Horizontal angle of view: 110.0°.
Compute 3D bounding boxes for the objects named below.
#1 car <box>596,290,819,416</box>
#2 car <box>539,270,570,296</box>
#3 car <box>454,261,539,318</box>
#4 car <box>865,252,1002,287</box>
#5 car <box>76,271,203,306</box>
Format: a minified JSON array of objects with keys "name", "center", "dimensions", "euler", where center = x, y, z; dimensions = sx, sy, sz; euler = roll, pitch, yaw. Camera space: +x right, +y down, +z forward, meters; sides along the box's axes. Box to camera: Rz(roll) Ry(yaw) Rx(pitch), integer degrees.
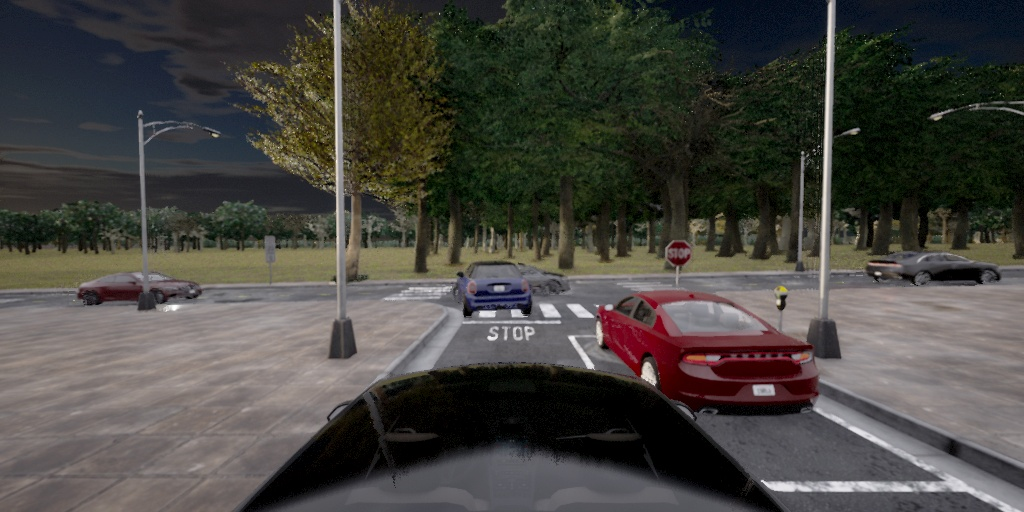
[{"name":"car","center":[2.636,1.226,5.978],"dimensions":[1.888,1.381,4.507],"euler":[0,0,0]},{"name":"car","center":[0.499,1.051,16.407],"dimensions":[4.181,1.385,1.994],"euler":[-1,2,0]},{"name":"car","center":[-0.800,0.935,12.503],"dimensions":[2.097,1.767,4.553],"euler":[-1,1,-12]},{"name":"car","center":[19.130,0.553,16.382],"dimensions":[4.902,1.511,2.128],"euler":[-1,2,0]},{"name":"car","center":[-16.961,1.438,16.404],"dimensions":[4.674,1.442,1.812],"euler":[-2,2,0]}]
